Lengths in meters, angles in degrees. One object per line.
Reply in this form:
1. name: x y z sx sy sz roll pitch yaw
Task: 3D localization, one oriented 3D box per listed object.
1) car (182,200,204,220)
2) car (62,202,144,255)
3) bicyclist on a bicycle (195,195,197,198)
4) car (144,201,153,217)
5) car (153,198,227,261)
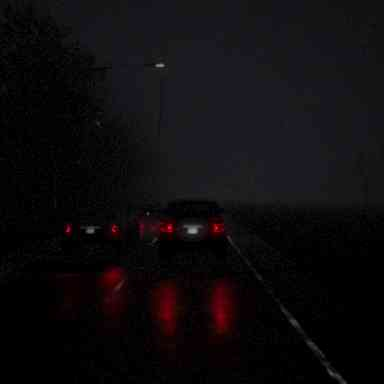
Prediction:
1. car: 0.105 1.520 29.149 1.812 1.442 4.674 0 0 1
2. car: -3.430 1.350 13.427 2.097 1.767 4.553 0 0 1
3. bicyclist on a bicycle: 1.132 1.357 89.763 0.659 1.776 1.843 0 0 0
4. car: -3.402 1.488 28.494 2.128 1.511 4.902 0 0 1
5. car: 0.058 1.221 12.440 2.150 2.045 5.566 0 0 1
